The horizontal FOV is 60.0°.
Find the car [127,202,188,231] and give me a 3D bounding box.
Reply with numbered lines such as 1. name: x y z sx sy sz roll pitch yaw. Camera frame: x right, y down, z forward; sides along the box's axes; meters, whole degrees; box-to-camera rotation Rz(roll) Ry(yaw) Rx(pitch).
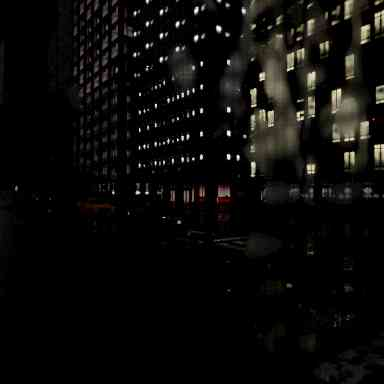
1. car: -2.148 1.344 19.821 2.128 1.511 4.902 0 0 -37

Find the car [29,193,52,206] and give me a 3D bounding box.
1. car: -19.993 0.950 43.931 2.097 1.767 4.553 0 0 -36

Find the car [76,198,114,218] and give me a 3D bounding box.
1. car: -8.213 1.248 27.984 1.882 1.535 5.008 0 1 -36
